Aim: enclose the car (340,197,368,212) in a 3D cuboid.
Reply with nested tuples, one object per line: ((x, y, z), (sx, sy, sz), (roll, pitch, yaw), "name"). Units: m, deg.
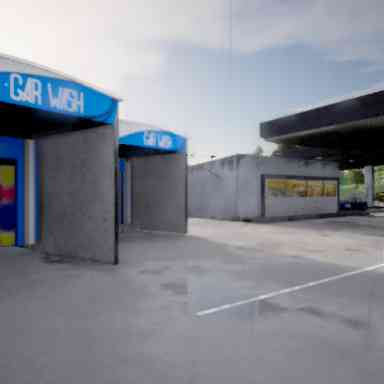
((18.024, 1.423, 37.872), (4.611, 1.667, 2.242), (0, 0, -36), "car")
